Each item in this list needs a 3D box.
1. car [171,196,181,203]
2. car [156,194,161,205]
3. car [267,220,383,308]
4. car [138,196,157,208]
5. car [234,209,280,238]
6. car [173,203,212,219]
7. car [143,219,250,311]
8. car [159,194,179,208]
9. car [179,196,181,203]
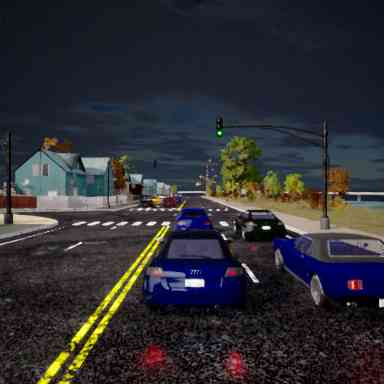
[{"bbox_3d":[-3.352,1.538,70.280,1.882,1.535,5.008,0,0,0],"label":"car"},{"bbox_3d":[-6.658,1.519,59.112,1.882,1.535,5.008,0,0,0],"label":"car"},{"bbox_3d":[3.343,1.601,7.889,1.895,1.301,4.718,0,0,0],"label":"car"},{"bbox_3d":[-6.662,1.591,48.874,1.994,1.385,4.181,0,0,0],"label":"car"},{"bbox_3d":[3.325,1.565,16.901,1.994,1.385,4.181,0,0,0],"label":"car"},{"bbox_3d":[0.049,1.527,16.990,1.812,1.442,4.674,0,0,-2],"label":"car"},{"bbox_3d":[0.080,1.564,7.845,1.994,1.385,4.181,0,0,1],"label":"car"},{"bbox_3d":[-3.408,1.506,49.996,1.882,1.535,5.008,0,0,1],"label":"car"},{"bbox_3d":[-3.409,1.534,59.914,2.128,1.511,4.902,0,0,0],"label":"car"}]
